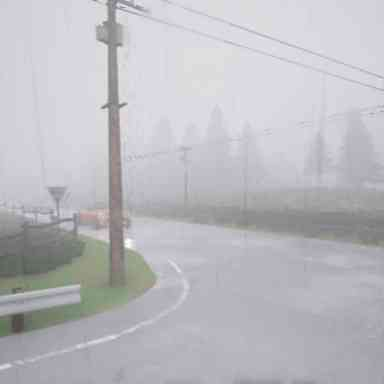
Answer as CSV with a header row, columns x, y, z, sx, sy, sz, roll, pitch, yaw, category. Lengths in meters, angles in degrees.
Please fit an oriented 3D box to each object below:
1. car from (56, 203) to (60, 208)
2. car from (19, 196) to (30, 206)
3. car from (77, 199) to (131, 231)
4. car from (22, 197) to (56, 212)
x,y,z,sx,sy,sz,roll,pitch,yaw,category
-19.627,1.556,45.186,1.895,1.301,4.718,-2,1,-39,car
-25.791,1.487,52.526,1.837,1.490,4.892,-2,1,-41,car
-5.633,1.339,20.983,2.097,1.767,4.553,-2,1,-36,car
-16.601,1.576,35.920,1.994,1.385,4.181,-2,1,-37,car
